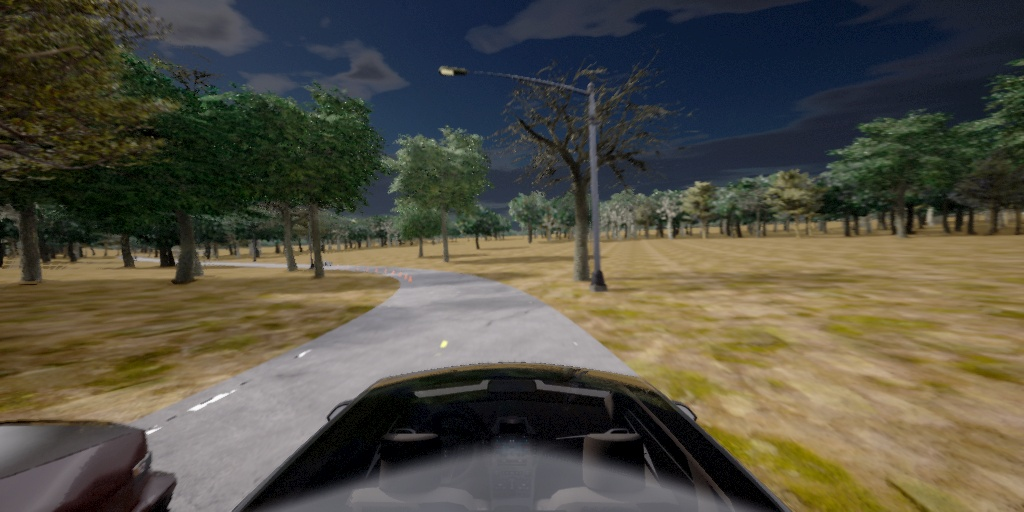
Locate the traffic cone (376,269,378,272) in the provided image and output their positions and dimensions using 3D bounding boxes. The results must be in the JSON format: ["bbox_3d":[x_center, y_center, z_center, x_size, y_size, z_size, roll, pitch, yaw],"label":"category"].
[{"bbox_3d":[-19.761,2.032,52.499,0.340,0.580,0.340,0,0,-35],"label":"traffic cone"}]

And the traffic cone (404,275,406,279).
[{"bbox_3d":[-10.470,1.943,35.515,0.340,0.580,0.340,0,0,-22],"label":"traffic cone"}]

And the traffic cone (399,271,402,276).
[{"bbox_3d":[-12.428,1.972,39.953,0.340,0.580,0.340,0,0,-25],"label":"traffic cone"}]

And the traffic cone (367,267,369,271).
[{"bbox_3d":[-22.666,2.045,56.380,0.340,0.580,0.340,0,0,-38],"label":"traffic cone"}]

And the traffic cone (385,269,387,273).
[{"bbox_3d":[-17.082,2.016,48.458,0.340,0.580,0.340,0,0,-32],"label":"traffic cone"}]

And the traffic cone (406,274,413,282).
[{"bbox_3d":[-8.765,1.920,30.973,0.340,0.580,0.340,0,0,-19],"label":"traffic cone"}]

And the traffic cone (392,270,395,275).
[{"bbox_3d":[-14.635,1.996,44.272,0.340,0.580,0.340,0,0,-29],"label":"traffic cone"}]
